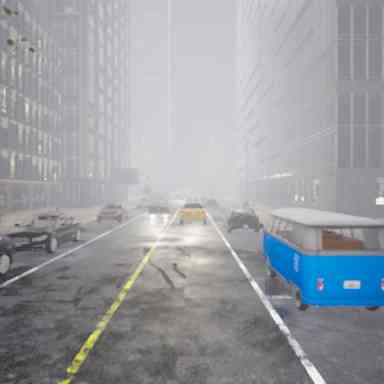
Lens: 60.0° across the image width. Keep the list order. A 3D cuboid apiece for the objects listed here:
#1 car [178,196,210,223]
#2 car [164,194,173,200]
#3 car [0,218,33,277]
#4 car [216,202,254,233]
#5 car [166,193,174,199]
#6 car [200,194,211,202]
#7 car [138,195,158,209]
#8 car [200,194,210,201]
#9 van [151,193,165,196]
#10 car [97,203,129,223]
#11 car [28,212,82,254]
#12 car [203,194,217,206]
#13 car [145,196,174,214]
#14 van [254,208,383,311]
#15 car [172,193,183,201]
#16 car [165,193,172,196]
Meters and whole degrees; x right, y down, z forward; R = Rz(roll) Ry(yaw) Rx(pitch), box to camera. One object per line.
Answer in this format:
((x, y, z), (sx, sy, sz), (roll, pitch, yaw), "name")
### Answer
((0.085, 1.351, 24.013), (1.801, 1.575, 5.366), (0, 0, 0), "car")
((-5.743, 1.163, 81.432), (1.802, 1.307, 4.206), (0, 0, 0), "car")
((-5.696, 1.521, 7.429), (2.008, 1.369, 4.403), (0, 0, 0), "car")
((2.677, 1.472, 18.816), (2.008, 1.369, 4.403), (0, 0, 0), "car")
((-5.746, 0.983, 87.124), (1.967, 1.590, 4.097), (0, 0, 0), "car")
((2.648, 1.123, 64.354), (1.967, 1.590, 4.097), (0, 0, 0), "car")
((-5.718, 1.384, 41.584), (1.802, 1.307, 4.206), (0, 0, 0), "car")
((2.645, 1.202, 70.048), (2.008, 1.369, 4.403), (0, 0, 0), "car")
((-5.725, 1.083, 52.966), (1.690, 1.788, 3.998), (0, 0, 0), "van")
((-5.707, 1.474, 24.506), (1.802, 1.307, 4.206), (0, 0, 0), "car")
((-5.700, 1.497, 13.122), (2.008, 1.369, 4.403), (0, 0, 0), "car")
((2.659, 1.355, 47.279), (1.802, 1.307, 4.206), (0, 0, 0), "car")
((-3.118, 1.412, 32.878), (1.994, 1.385, 4.181), (0, 0, 0), "car")
((2.684, 1.312, 7.430), (1.690, 1.788, 3.998), (0, 0, 0), "van")
((-3.050, 1.103, 74.840), (2.128, 1.511, 4.902), (0, 0, 0), "car")
((-5.736, 1.233, 70.044), (1.802, 1.307, 4.206), (0, 0, 0), "car")
